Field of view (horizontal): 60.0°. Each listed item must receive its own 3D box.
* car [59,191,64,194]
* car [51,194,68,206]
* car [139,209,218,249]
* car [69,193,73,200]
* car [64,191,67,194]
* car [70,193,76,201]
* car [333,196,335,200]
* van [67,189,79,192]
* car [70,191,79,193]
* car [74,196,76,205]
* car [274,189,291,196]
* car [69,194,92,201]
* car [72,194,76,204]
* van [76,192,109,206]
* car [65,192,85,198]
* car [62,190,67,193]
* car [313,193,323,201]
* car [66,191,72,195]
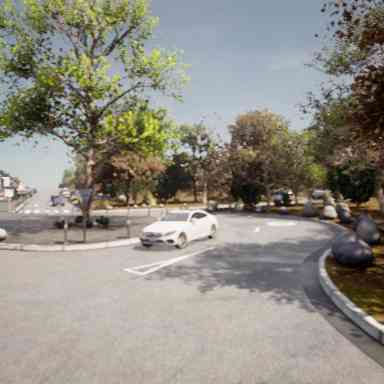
[{"bbox_3d":[-29.878,1.245,72.906,2.128,1.511,4.902,0,1,-23],"label":"car"},{"bbox_3d":[-22.590,1.626,56.292,2.033,1.411,5.357,0,1,-23],"label":"car"},{"bbox_3d":[-0.402,1.522,14.873,1.812,1.442,4.674,-2,0,29],"label":"car"},{"bbox_3d":[-20.406,1.403,63.838,5.008,1.535,2.097,0,1,-23],"label":"car"},{"bbox_3d":[-28.155,1.052,81.652,4.792,1.488,2.163,0,1,-23],"label":"car"},{"bbox_3d":[-19.315,1.460,61.287,4.892,1.521,2.231,0,1,-23],"label":"car"},{"bbox_3d":[25.837,0.766,58.169,1.994,1.385,4.181,-2,0,24],"label":"car"},{"bbox_3d":[-25.817,0.904,76.612,4.442,1.987,1.878,0,1,-23],"label":"van"},{"bbox_3d":[-21.485,1.223,66.392,4.553,1.767,2.185,0,1,-23],"label":"car"},{"bbox_3d":[-15.976,1.656,53.662,4.792,1.488,2.163,0,1,-23],"label":"car"},{"bbox_3d":[21.492,0.026,80.139,2.150,2.045,5.566,0,1,-23],"label":"car"},{"bbox_3d":[-24.825,1.225,74.023,4.674,1.452,2.002,0,1,-23],"label":"car"},{"bbox_3d":[-18.181,1.544,58.756,4.792,1.488,2.163,0,1,-23],"label":"car"},{"bbox_3d":[-15.008,1.458,51.053,4.442,1.987,1.878,0,1,-23],"label":"van"},{"bbox_3d":[-31.409,0.890,89.315,4.792,1.488,2.163,0,1,-23],"label":"car"},{"bbox_3d":[-30.504,0.913,86.683,5.366,1.575,1.946,0,1,-23],"label":"car"},{"bbox_3d":[23.567,0.838,61.181,1.895,1.301,4.718,-1,1,10],"label":"car"},{"bbox_3d":[-23.723,1.239,71.474,5.008,1.535,2.097,0,1,-23],"label":"car"}]
